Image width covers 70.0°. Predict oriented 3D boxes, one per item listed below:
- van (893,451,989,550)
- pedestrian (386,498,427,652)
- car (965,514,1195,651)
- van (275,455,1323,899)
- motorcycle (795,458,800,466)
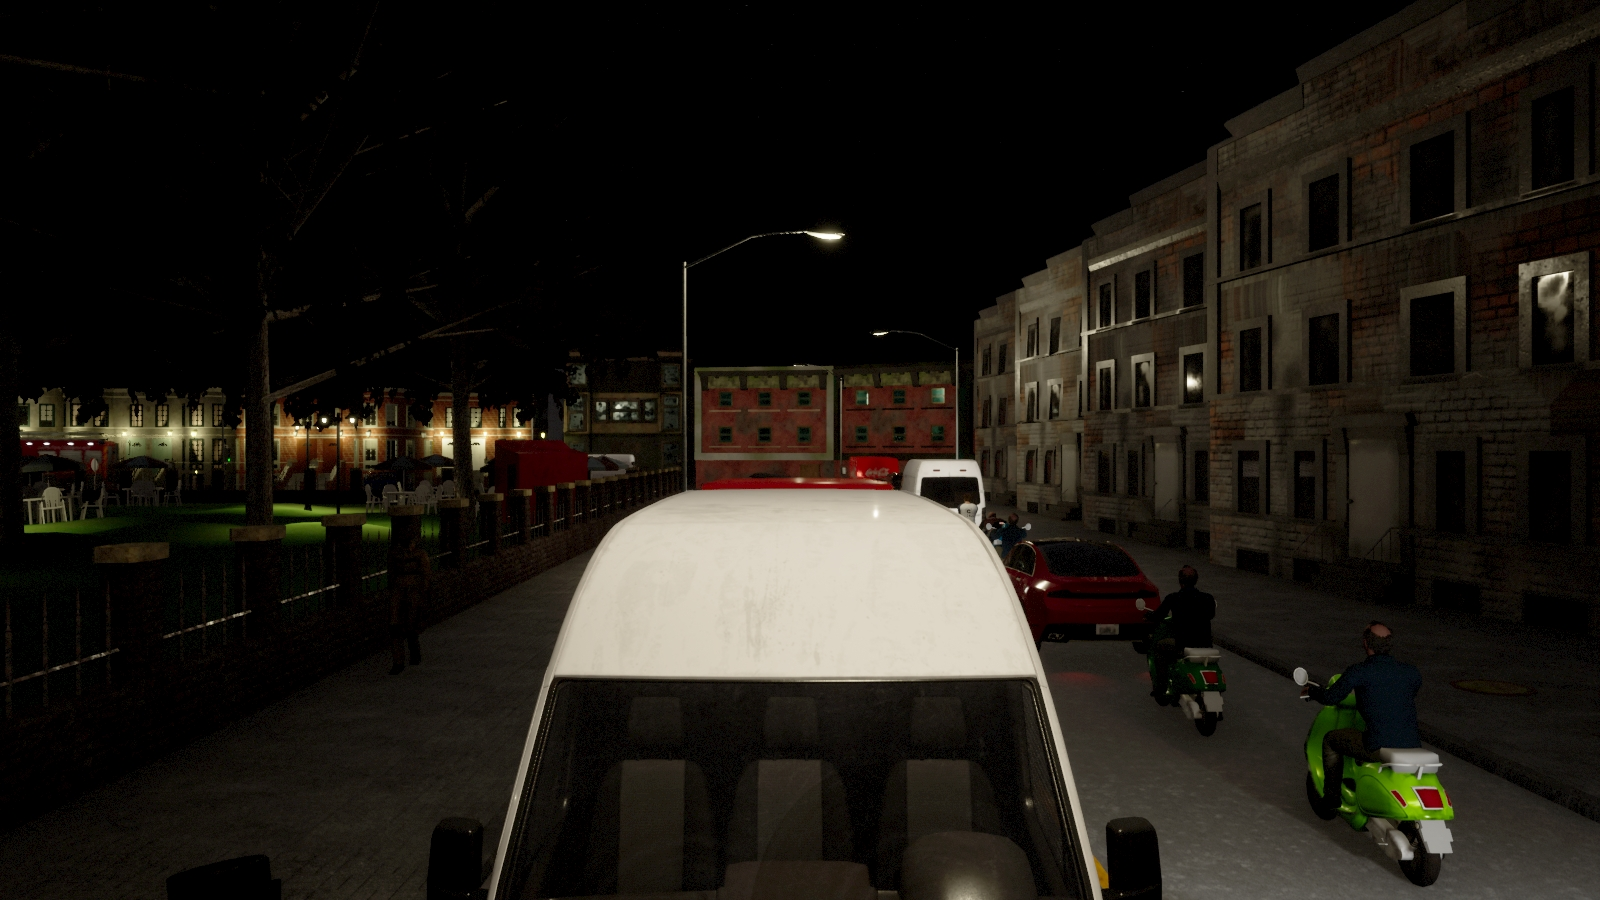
[{"bbox_3d":[3.906,1.314,32.634,1.988,2.561,5.915,0,0,0],"label":"van"},{"bbox_3d":[-4.835,1.525,14.061,0.375,1.860,0.375,0,0,-1],"label":"pedestrian"},{"bbox_3d":[3.953,1.841,17.118,2.231,1.480,4.892,0,0,0],"label":"car"},{"bbox_3d":[-0.006,1.314,5.127,1.988,2.561,5.915,0,0,0],"label":"van"},{"bbox_3d":[-0.384,1.962,183.190,0.856,1.236,1.805,0,0,0],"label":"motorcycle"}]
